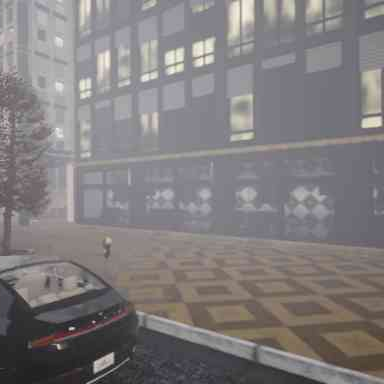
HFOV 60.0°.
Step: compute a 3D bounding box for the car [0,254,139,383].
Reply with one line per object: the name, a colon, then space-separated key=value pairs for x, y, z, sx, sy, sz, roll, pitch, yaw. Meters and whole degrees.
car: x=-2.716 y=1.594 z=4.806 sx=4.403 sy=1.369 sz=2.008 roll=-1 pitch=0 yaw=35
